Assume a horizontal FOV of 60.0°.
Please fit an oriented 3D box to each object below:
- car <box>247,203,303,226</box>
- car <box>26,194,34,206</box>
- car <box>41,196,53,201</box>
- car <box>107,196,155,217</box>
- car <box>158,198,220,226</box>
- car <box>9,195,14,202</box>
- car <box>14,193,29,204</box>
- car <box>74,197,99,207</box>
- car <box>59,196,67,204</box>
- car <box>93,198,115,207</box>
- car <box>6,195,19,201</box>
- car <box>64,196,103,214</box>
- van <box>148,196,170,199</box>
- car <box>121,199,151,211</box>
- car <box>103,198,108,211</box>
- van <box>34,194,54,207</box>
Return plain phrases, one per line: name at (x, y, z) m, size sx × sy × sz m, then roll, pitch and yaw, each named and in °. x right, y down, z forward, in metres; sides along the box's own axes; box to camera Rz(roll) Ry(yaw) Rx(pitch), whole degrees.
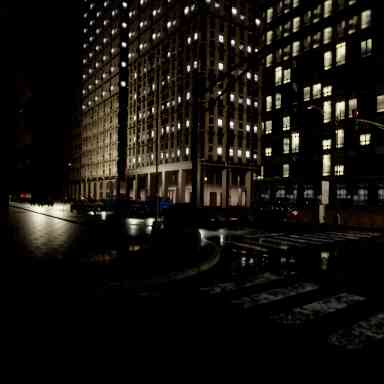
car at (5.835, 1.505, 23.955) m, size 1.967 × 1.590 × 4.097 m, roll 1°, pitch -1°, yaw -35°
car at (-23.848, 1.432, 51.389) m, size 1.802 × 1.307 × 4.206 m, roll 1°, pitch -1°, yaw -35°
car at (-36.586, 1.571, 83.894) m, size 1.802 × 1.307 × 4.206 m, roll 1°, pitch -1°, yaw -35°
car at (-5.619, 1.412, 30.116) m, size 1.882 × 1.535 × 5.008 m, roll 1°, pitch -1°, yaw -35°
car at (-0.170, 1.425, 22.413) m, size 1.882 × 1.535 × 5.008 m, roll 1°, pitch -1°, yaw -36°
car at (-36.899, 1.397, 69.833) m, size 1.947 × 1.339 × 4.313 m, roll 1°, pitch -1°, yaw -35°
car at (-30.369, 1.155, 60.614) m, size 2.192 × 1.841 × 5.009 m, roll 1°, pitch -1°, yaw -35°
car at (-15.993, 1.517, 50.308) m, size 2.033 × 1.411 × 5.357 m, roll 1°, pitch -1°, yaw -36°
car at (-22.120, 1.464, 58.964) m, size 1.837 × 1.490 × 4.892 m, roll 1°, pitch -1°, yaw -35°
car at (-13.745, 1.587, 51.619) m, size 1.947 × 1.339 × 4.313 m, roll 1°, pitch -1°, yaw -35°
car at (-40.161, 1.378, 74.444) m, size 2.008 × 1.369 × 4.403 m, roll 1°, pitch -1°, yaw -35°
car at (-10.796, 1.427, 32.947) m, size 2.008 × 1.369 × 4.403 m, roll 1°, pitch -1°, yaw -35°
van at (-3.952, 1.382, 37.789) m, size 1.690 × 1.788 × 3.998 m, roll 1°, pitch -1°, yaw -35°
car at (-7.219, 1.584, 42.397) m, size 2.008 × 1.369 × 4.403 m, roll 1°, pitch -1°, yaw -35°
car at (-11.765, 1.468, 38.821) m, size 2.033 × 1.411 × 5.357 m, roll 1°, pitch -1°, yaw -35°
van at (-20.581, 1.197, 46.781) m, size 1.690 × 1.788 × 3.998 m, roll 1°, pitch -1°, yaw -35°
